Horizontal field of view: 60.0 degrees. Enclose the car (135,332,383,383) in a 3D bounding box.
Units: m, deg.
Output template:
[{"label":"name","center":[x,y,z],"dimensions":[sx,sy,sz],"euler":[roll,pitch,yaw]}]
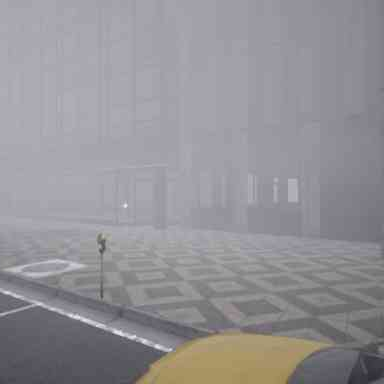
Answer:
[{"label":"car","center":[1.630,1.525,1.920],"dimensions":[4.829,1.417,1.752],"euler":[0,0,36]}]
